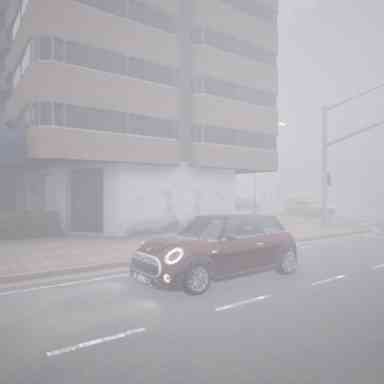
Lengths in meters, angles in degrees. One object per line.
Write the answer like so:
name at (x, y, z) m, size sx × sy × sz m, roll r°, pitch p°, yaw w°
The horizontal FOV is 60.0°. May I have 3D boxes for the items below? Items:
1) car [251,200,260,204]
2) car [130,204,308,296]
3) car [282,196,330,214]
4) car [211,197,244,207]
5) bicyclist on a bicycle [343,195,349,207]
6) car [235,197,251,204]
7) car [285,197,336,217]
car at (6.843, 1.477, 43.978) m, size 1.882 × 1.535 × 5.008 m, roll 0°, pitch 0°, yaw -36°
car at (0.690, 1.352, 8.780) m, size 4.553 × 1.767 × 2.097 m, roll 0°, pitch 0°, yaw -36°
car at (12.379, 1.352, 36.341) m, size 2.097 × 1.767 × 4.553 m, roll 0°, pitch 0°, yaw -36°
car at (5.445, 1.547, 52.182) m, size 2.033 × 1.411 × 5.357 m, roll 0°, pitch 0°, yaw -36°
bicyclist on a bicycle at (22.047, 1.301, 47.669) m, size 1.656 × 1.620 × 0.582 m, roll 0°, pitch 0°, yaw -36°
car at (4.528, 1.478, 41.221) m, size 1.882 × 1.535 × 5.008 m, roll 0°, pitch 0°, yaw -36°
car at (11.267, 1.478, 31.913) m, size 1.882 × 1.535 × 5.008 m, roll 0°, pitch 0°, yaw -36°
